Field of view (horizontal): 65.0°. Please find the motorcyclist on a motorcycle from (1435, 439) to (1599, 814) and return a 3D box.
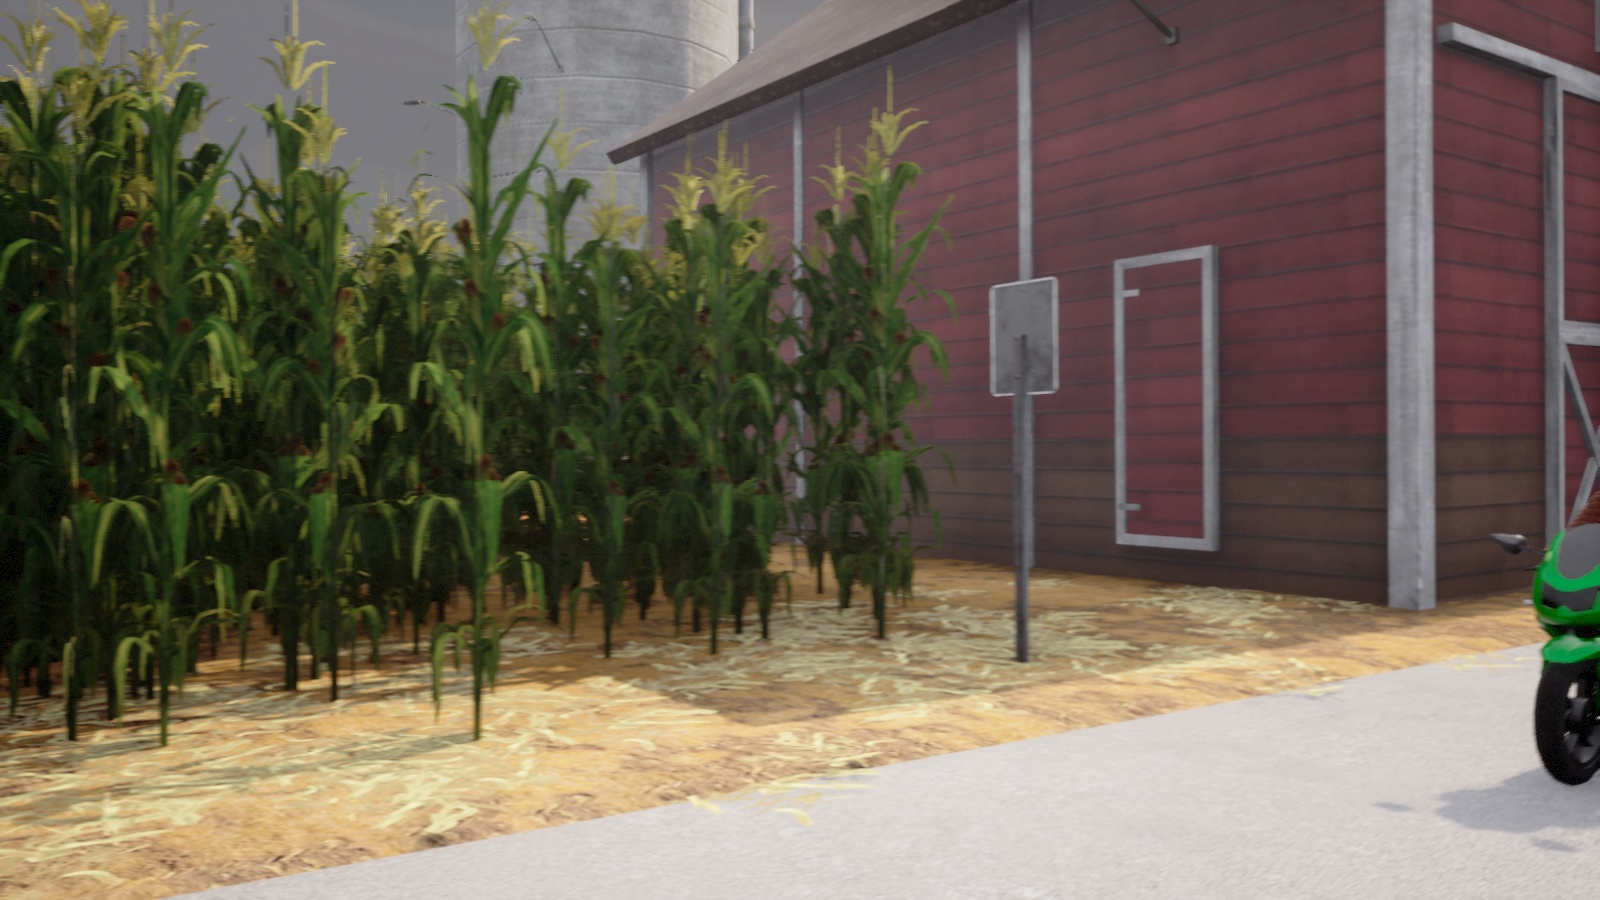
[{"bbox_3d":[3.930,0.710,5.907,2.044,1.523,0.797,-1,0,-35],"label":"motorcyclist on a motorcycle"}]
